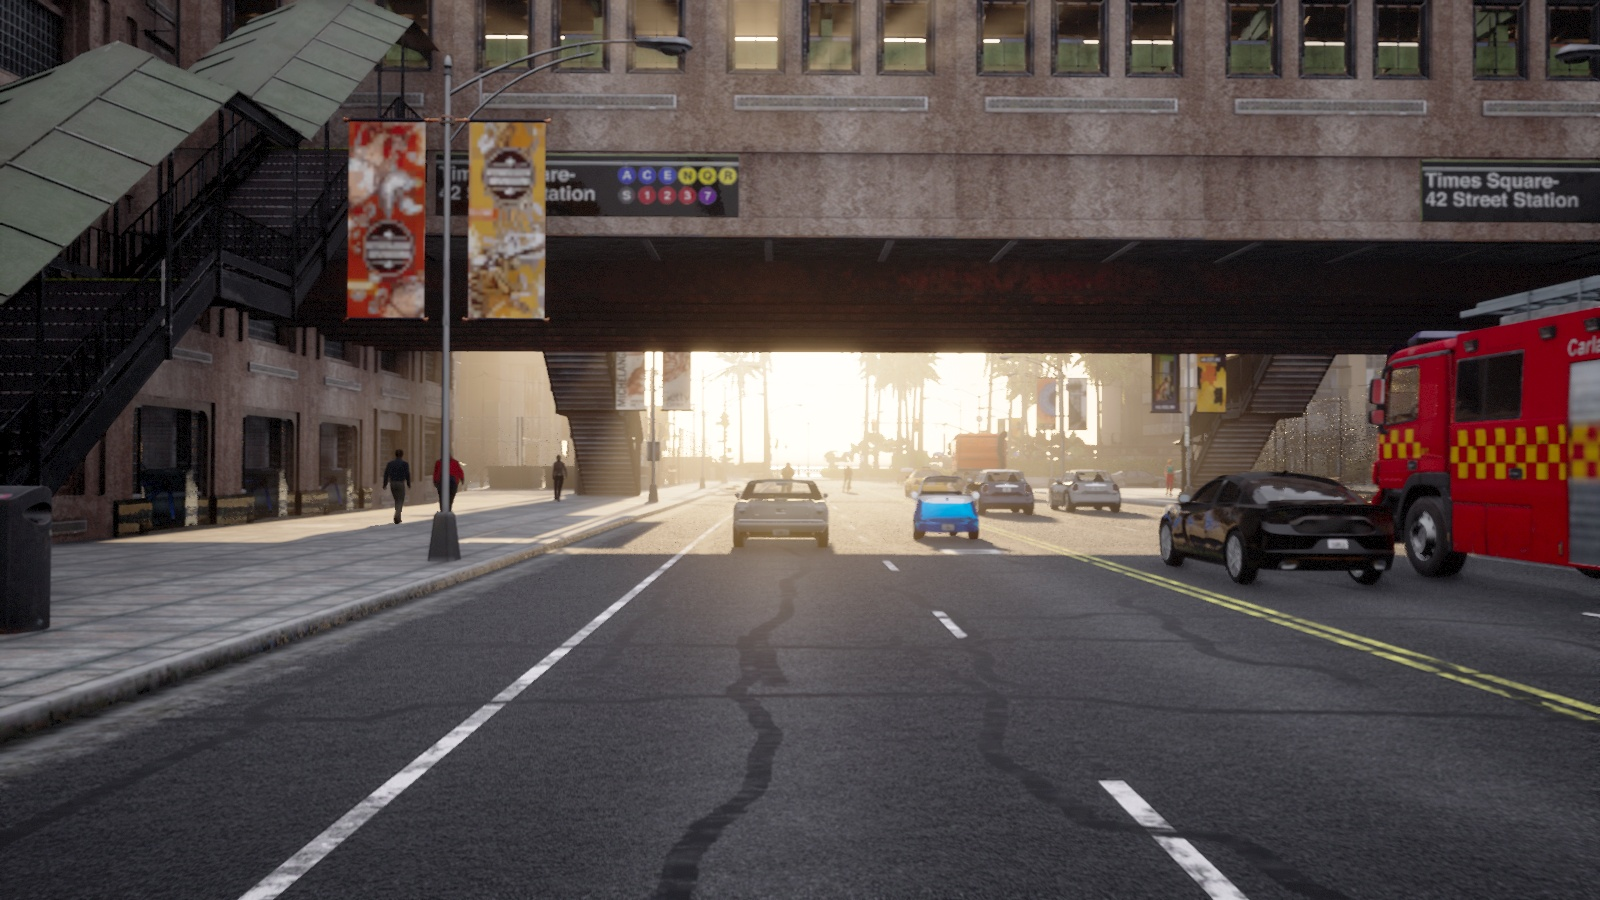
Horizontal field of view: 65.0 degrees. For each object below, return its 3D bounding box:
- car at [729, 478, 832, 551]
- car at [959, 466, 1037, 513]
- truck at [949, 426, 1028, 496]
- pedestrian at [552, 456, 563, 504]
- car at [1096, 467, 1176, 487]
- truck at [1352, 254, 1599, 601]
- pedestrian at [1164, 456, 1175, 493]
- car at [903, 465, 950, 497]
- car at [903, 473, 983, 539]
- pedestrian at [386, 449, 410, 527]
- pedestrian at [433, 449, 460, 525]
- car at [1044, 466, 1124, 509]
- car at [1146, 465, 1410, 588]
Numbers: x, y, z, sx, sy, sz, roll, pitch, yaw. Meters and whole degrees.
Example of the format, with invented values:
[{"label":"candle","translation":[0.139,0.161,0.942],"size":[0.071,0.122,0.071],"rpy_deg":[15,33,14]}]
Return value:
[{"label":"car","translation":[-0.383,1.245,25.503],"size":[1.895,1.301,4.718],"rpy_deg":[0,-1,-1]},{"label":"car","translation":[6.617,1.299,42.274],"size":[1.970,1.475,3.806],"rpy_deg":[0,-1,-1]},{"label":"truck","translation":[9.777,0.608,66.018],"size":[2.891,3.462,7.936],"rpy_deg":[0,-1,-1]},{"label":"pedestrian","translation":[-9.298,1.139,48.151],"size":[0.331,1.846,0.634],"rpy_deg":[0,-1,-5]},{"label":"car","translation":[24.832,1.964,92.826],"size":[5.357,1.411,2.033],"rpy_deg":[0,-1,-1]},{"label":"truck","translation":[10.268,-0.236,15.683],"size":[2.891,3.827,8.468],"rpy_deg":[0,-1,-1]},{"label":"pedestrian","translation":[18.357,1.197,62.442],"size":[0.345,1.836,0.594],"rpy_deg":[0,-1,0]},{"label":"car","translation":[6.310,1.546,63.325],"size":[1.801,1.575,5.366],"rpy_deg":[0,-1,0]},{"label":"car","translation":[3.099,1.208,27.505],"size":[1.481,1.376,2.207],"rpy_deg":[0,-2,-1]},{"label":"pedestrian","translation":[-9.563,0.900,29.906],"size":[0.370,1.835,0.726],"rpy_deg":[0,-1,-2]},{"label":"pedestrian","translation":[-8.799,0.914,31.225],"size":[0.634,1.844,0.899],"rpy_deg":[0,-1,-17]},{"label":"car","translation":[10.095,1.318,44.904],"size":[1.970,1.475,3.806],"rpy_deg":[0,-1,-1]},{"label":"car","translation":[6.742,1.000,18.405],"size":[1.882,1.535,5.008],"rpy_deg":[0,0,-1]}]
